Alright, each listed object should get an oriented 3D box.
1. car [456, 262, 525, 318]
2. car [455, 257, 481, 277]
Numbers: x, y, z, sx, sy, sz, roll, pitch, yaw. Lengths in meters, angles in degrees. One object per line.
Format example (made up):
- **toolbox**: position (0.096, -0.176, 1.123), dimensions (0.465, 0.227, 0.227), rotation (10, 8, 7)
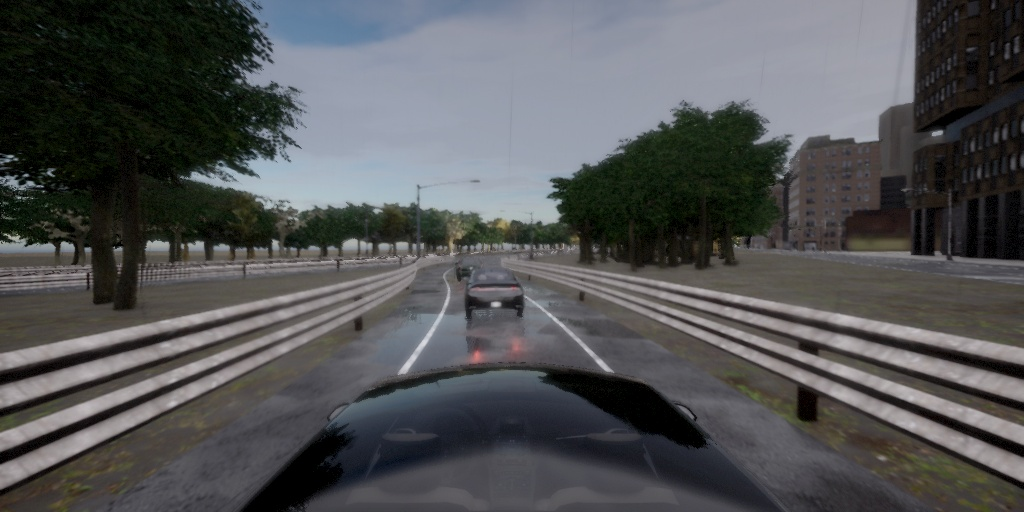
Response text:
- **car**: position (-0.706, 1.154, 12.650), dimensions (2.128, 1.511, 4.902), rotation (0, 1, -6)
- **car**: position (-3.299, 0.873, 27.796), dimensions (2.097, 1.767, 4.553), rotation (-1, 1, -11)
